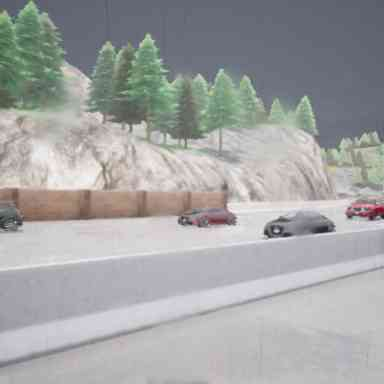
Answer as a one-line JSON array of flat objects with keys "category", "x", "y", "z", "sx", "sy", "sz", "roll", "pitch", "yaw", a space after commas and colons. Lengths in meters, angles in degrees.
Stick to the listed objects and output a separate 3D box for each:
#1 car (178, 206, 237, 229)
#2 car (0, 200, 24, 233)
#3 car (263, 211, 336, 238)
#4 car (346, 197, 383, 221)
[{"category": "car", "x": 1.087, "y": 1.635, "z": 22.396, "sx": 4.181, "sy": 1.385, "sz": 1.994, "roll": 1, "pitch": 0, "yaw": -39}, {"category": "car", "x": -11.445, "y": 1.237, "z": 17.436, "sx": 4.553, "sy": 1.767, "sz": 2.097, "roll": 1, "pitch": 0, "yaw": -35}, {"category": "car", "x": 5.572, "y": 1.682, "z": 17.025, "sx": 4.181, "sy": 1.385, "sz": 1.994, "roll": 1, "pitch": 0, "yaw": -39}, {"category": "car", "x": 16.478, "y": 1.535, "z": 31.210, "sx": 5.566, "sy": 2.045, "sz": 2.150, "roll": 1, "pitch": 0, "yaw": -45}]
